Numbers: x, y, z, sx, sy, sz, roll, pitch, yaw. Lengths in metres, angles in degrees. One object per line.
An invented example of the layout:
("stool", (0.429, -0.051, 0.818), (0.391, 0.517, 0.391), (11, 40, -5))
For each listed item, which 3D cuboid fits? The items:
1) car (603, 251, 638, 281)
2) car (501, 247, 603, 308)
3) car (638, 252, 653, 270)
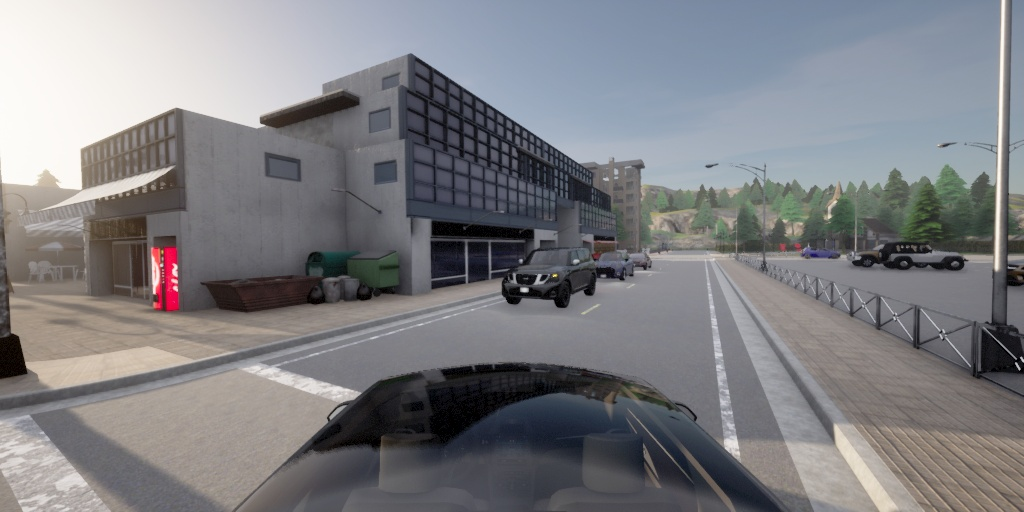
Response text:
("car", (6.332, 0.521, 22.682), (2.097, 1.767, 4.553), (0, 2, 28))
("car", (1.696, 0.670, 14.007), (2.150, 2.045, 5.566), (0, 2, 28))
("car", (11.158, 0.406, 31.704), (1.812, 1.442, 4.674), (0, 2, 28))
